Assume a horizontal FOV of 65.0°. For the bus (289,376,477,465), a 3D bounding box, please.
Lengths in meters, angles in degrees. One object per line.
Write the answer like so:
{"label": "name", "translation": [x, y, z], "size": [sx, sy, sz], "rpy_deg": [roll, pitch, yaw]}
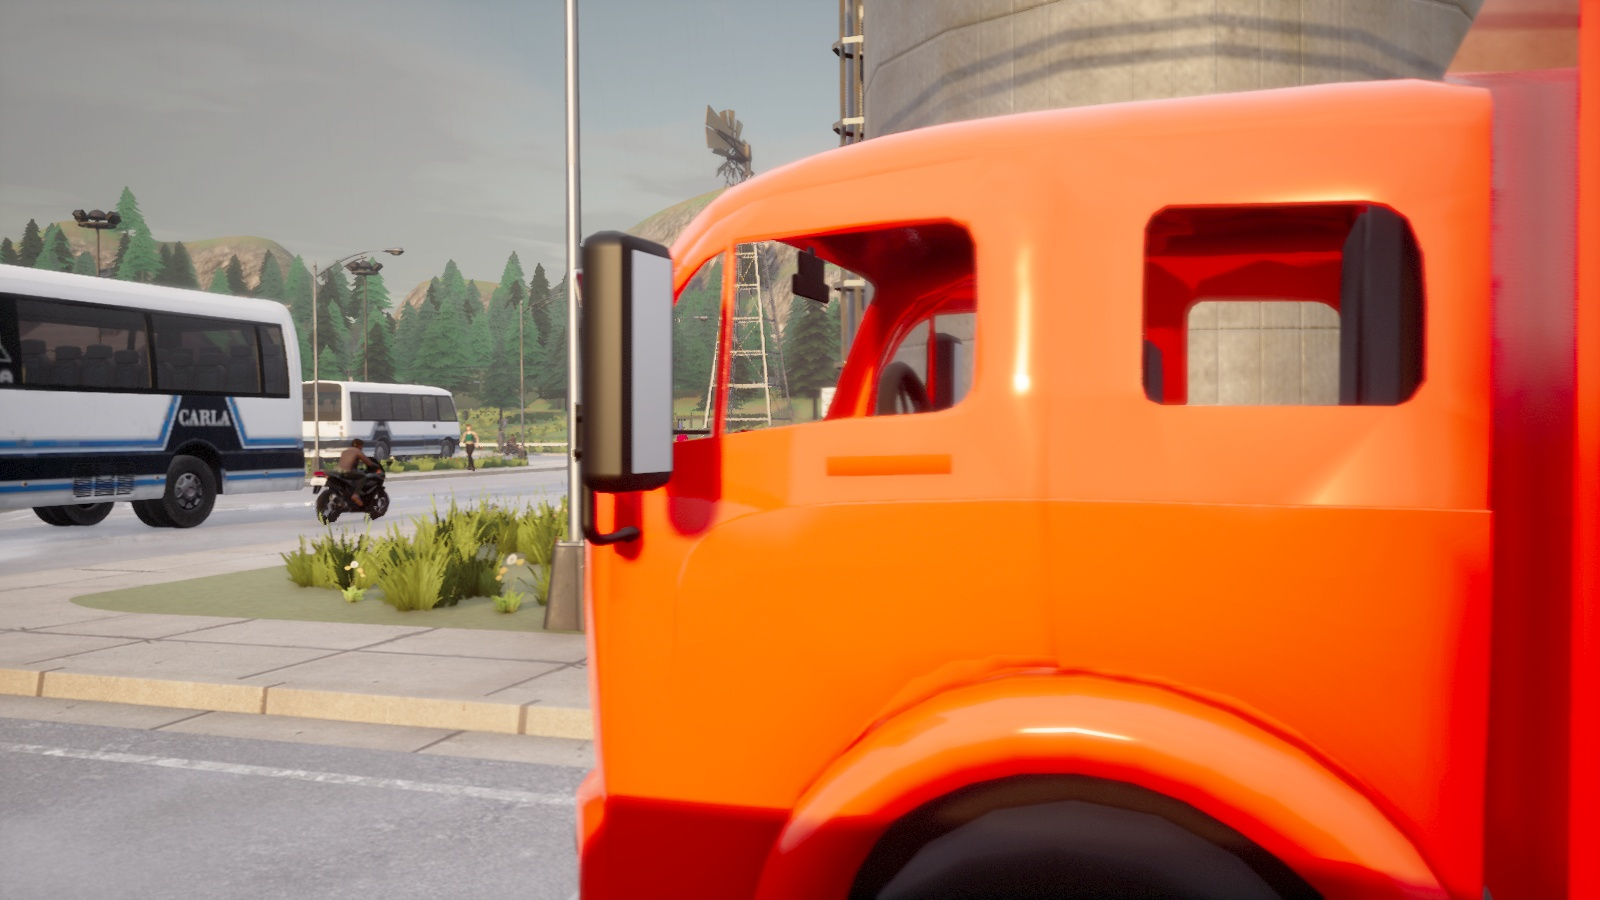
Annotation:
{"label": "bus", "translation": [-21.471, -1.482, 65.654], "size": [3.944, 4.253, 10.273], "rpy_deg": [0, 1, 18]}

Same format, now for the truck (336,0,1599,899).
{"label": "truck", "translation": [2.126, 0.316, 2.439], "size": [5.204, 2.467, 2.627], "rpy_deg": [1, 1, 20]}

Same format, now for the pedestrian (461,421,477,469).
{"label": "pedestrian", "translation": [-12.569, -0.197, 47.698], "size": [0.345, 1.836, 0.594], "rpy_deg": [0, 1, 17]}

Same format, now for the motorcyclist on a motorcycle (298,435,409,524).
{"label": "motorcyclist on a motorcycle", "translation": [-8.010, 0.490, 22.645], "size": [0.797, 1.523, 2.044], "rpy_deg": [0, 1, 18]}

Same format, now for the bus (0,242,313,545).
{"label": "bus", "translation": [-12.678, -0.820, 19.498], "size": [3.944, 4.253, 10.273], "rpy_deg": [0, 1, 18]}

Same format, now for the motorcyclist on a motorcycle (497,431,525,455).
{"label": "motorcyclist on a motorcycle", "translation": [-20.257, -0.478, 87.902], "size": [0.766, 1.649, 2.350], "rpy_deg": [-2, 2, -44]}
